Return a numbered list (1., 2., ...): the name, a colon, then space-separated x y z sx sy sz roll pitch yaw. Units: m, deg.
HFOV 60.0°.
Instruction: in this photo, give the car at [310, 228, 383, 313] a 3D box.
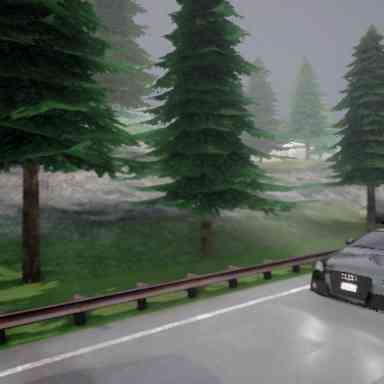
1. car: 4.444 1.514 7.135 4.181 1.385 1.994 0 0 -35
